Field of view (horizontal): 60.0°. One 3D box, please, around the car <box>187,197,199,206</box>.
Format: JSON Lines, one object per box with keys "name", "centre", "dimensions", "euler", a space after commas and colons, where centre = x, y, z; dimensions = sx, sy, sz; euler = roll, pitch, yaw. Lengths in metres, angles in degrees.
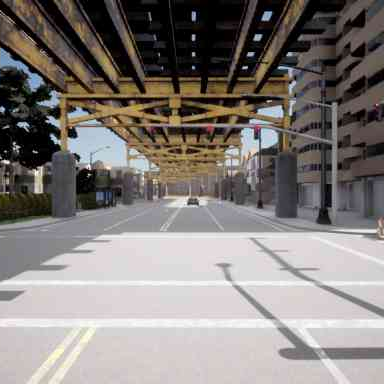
{"name": "car", "centre": [0.188, 1.564, 56.209], "dimensions": [1.994, 1.385, 4.181], "euler": [0, 0, 0]}
